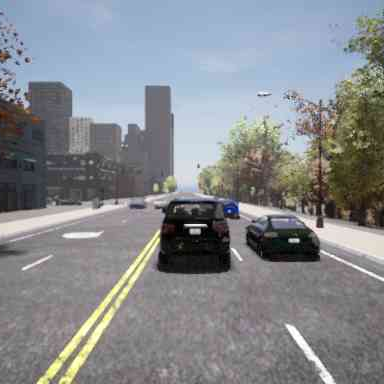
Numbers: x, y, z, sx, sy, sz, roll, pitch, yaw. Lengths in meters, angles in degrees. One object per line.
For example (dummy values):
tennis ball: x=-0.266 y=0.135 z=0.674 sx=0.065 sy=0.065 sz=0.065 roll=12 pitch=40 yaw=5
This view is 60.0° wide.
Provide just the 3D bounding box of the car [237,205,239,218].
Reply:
car: x=3.058 y=1.426 z=30.048 sx=1.882 sy=1.535 sz=5.008 roll=0 pitch=0 yaw=-1

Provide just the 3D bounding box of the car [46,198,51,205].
car: x=-29.128 y=1.714 z=64.305 sx=4.403 sy=1.369 sz=2.008 roll=-1 pitch=1 yaw=-1

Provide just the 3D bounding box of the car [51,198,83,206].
car: x=-20.661 y=1.729 z=55.927 sx=4.313 sy=1.339 sz=1.947 roll=-1 pitch=1 yaw=-1

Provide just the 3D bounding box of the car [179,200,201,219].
car: x=-0.187 y=1.476 z=29.711 sx=1.812 sy=1.442 sz=4.674 roll=0 pitch=0 yaw=-1

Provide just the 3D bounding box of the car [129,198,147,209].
car: x=-7.052 y=1.476 z=44.092 sx=2.033 sy=1.411 sz=5.357 roll=0 pitch=0 yaw=0

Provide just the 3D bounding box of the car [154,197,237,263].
car: x=0.064 y=1.200 z=11.992 sx=2.150 sy=2.045 sz=5.566 roll=0 pitch=0 yaw=-1

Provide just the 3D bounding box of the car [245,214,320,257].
car: x=3.301 y=1.541 z=12.817 sx=1.994 sy=1.385 sz=4.181 roll=0 pitch=0 yaw=-1

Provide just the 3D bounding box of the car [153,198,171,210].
car: x=-3.793 y=1.531 z=42.571 sx=1.895 sy=1.301 sz=4.718 roll=0 pitch=0 yaw=0
